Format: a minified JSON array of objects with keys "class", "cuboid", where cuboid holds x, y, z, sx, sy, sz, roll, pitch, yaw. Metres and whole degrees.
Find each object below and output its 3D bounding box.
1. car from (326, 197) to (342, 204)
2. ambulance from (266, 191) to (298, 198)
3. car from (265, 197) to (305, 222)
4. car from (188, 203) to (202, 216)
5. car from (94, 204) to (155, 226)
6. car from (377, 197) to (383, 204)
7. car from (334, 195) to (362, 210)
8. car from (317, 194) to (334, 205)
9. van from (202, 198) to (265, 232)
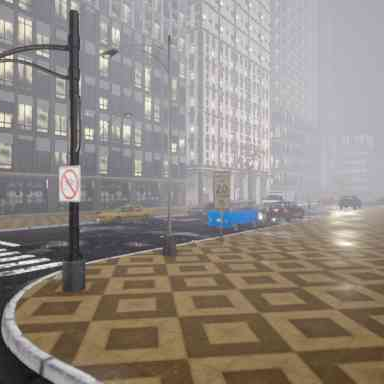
[{"class":"car","cuboid":[28.576,1.624,66.932,2.008,1.369,4.403,0,0,38]},{"class":"ambulance","cuboid":[10.242,1.062,38.996,2.351,2.431,6.366,0,0,38]},{"class":"car","cuboid":[7.605,1.472,26.889,1.967,1.590,4.097,0,0,38]},{"class":"car","cuboid":[1.368,1.604,31.706,1.802,1.307,4.206,0,0,38]},{"class":"car","cuboid":[-4.752,1.540,23.993,1.752,1.417,4.829,0,0,38]},{"class":"car","cuboid":[38.212,1.658,66.518,1.947,1.339,4.313,0,0,38]},{"class":"car","cuboid":[21.208,1.368,44.502,2.192,1.841,5.009,0,0,38]},{"class":"car","cuboid":[25.175,1.380,62.530,2.192,1.841,5.009,0,0,38]},{"class":"van","cuboid":[2.631,1.368,20.268,1.690,1.788,3.998,0,0,38]}]
